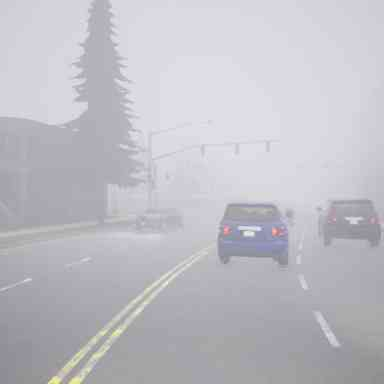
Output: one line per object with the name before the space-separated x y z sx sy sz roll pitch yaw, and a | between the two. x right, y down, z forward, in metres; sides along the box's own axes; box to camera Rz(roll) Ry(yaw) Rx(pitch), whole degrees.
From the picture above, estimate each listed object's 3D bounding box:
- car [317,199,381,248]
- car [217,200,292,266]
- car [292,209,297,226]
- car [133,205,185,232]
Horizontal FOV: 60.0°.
car | 7.258 1.327 15.770 2.150 2.045 5.566 0 0 18
car | 2.413 1.303 12.150 2.150 2.045 5.566 0 0 17
car | 6.686 1.710 24.724 2.033 1.411 5.357 0 0 20
car | -1.998 1.651 21.585 1.837 1.490 4.892 0 -1 20
